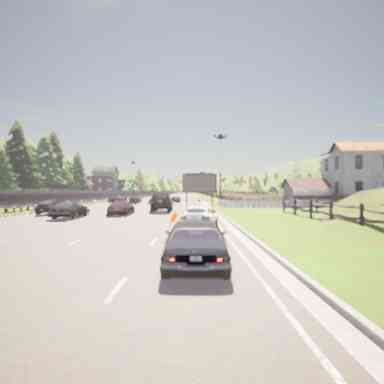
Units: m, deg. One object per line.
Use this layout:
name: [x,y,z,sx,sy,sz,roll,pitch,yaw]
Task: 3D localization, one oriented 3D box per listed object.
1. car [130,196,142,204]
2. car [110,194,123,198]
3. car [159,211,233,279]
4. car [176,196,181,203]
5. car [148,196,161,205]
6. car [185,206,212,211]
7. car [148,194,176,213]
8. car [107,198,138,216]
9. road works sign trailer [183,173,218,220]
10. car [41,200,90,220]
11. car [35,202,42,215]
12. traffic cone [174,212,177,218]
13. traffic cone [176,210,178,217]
car: [-10.305,1.461,60.433,1.837,1.490,4.892,0,0,0]
car: [-13.802,1.310,60.633,2.097,1.767,4.553,0,0,0]
car: [0.114,1.540,9.960,2.033,1.411,5.357,0,0,1]
car: [-3.294,1.515,67.026,1.994,1.385,4.181,0,0,0]
car: [-6.805,1.482,60.273,1.812,1.442,4.674,0,0,0]
car: [0.399,1.528,19.562,1.812,1.442,4.674,0,-1,8]
car: [-3.341,1.192,37.423,2.150,2.045,5.566,0,0,0]
car: [-6.849,1.541,32.241,1.994,1.385,4.181,0,0,0]
road works sign trailer: [0.525,0.447,23.173,2.380,3.560,2.880,0,0,-2]
car: [-10.355,1.528,28.215,2.033,1.411,5.357,0,0,0]
car: [-13.846,1.503,33.012,1.812,1.442,4.674,0,0,0]
traffic cone: [-1.449,1.938,24.317,0.340,0.580,0.340,0,0,0]
traffic cone: [-1.446,1.936,26.317,0.340,0.580,0.340,0,0,0]
